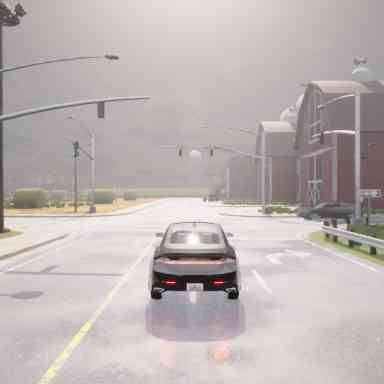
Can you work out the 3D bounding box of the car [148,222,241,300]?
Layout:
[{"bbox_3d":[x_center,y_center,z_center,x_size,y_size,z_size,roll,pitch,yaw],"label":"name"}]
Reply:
[{"bbox_3d":[0.064,1.492,8.395,2.128,1.511,4.902,0,0,0],"label":"car"}]

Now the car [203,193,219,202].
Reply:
[{"bbox_3d":[4.138,1.144,72.662,1.905,1.878,3.866,-8,3,-42],"label":"car"}]

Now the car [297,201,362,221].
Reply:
[{"bbox_3d":[10.906,1.531,26.537,4.892,1.490,1.837,0,0,1],"label":"car"}]
